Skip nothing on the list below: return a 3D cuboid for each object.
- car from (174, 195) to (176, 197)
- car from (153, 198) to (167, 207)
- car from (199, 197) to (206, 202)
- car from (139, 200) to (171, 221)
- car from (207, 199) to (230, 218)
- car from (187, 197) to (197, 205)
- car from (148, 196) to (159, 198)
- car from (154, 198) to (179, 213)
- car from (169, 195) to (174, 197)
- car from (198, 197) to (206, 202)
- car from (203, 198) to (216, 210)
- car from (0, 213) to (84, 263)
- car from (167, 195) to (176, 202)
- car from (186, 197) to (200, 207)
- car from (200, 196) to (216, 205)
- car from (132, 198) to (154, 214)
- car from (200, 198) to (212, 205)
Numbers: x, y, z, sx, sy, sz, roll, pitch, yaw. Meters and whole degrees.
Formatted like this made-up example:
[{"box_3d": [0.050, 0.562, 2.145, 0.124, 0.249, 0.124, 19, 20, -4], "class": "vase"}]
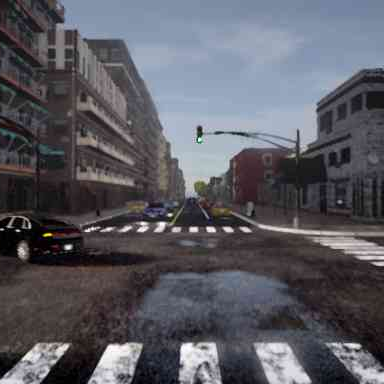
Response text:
[{"box_3d": [-5.680, 1.864, 81.892, 1.967, 1.590, 4.097, 0, 0, 0], "class": "car"}, {"box_3d": [-5.683, 1.844, 59.735, 2.008, 1.369, 4.403, 0, 0, 0], "class": "car"}, {"box_3d": [2.700, 1.985, 87.601, 1.752, 1.417, 4.829, 0, 0, 0], "class": "car"}, {"box_3d": [-3.093, 1.658, 28.799, 1.812, 1.442, 4.674, 0, 0, 0], "class": "car"}, {"box_3d": [2.696, 1.674, 32.210, 1.752, 1.417, 4.829, 0, 0, 0], "class": "car"}, {"box_3d": [0.007, 1.762, 68.849, 1.882, 1.535, 5.008, 0, 0, 0], "class": "car"}, {"box_3d": [-5.682, 1.548, 48.658, 2.192, 1.841, 5.009, 0, 0, 0], "class": "car"}, {"box_3d": [-3.083, 1.735, 39.974, 2.033, 1.411, 5.357, 0, 0, 0], "class": "car"}, {"box_3d": [-5.681, 1.935, 76.354, 1.887, 1.381, 4.507, 0, 0, 0], "class": "car"}, {"box_3d": [2.701, 2.044, 92.970, 2.008, 1.369, 4.403, 0, 0, 0], "class": "car"}, {"box_3d": [2.697, 1.785, 43.118, 1.802, 1.307, 4.206, 0, 0, 0], "class": "car"}, {"box_3d": [-6.023, 1.544, 12.142, 4.892, 1.490, 1.837, 0, -3, 34], "class": "car"}, {"box_3d": [-5.679, 1.809, 92.972, 2.192, 1.841, 5.009, 0, 0, 0], "class": "car"}, {"box_3d": [0.006, 1.640, 58.812, 2.097, 1.767, 4.553, 0, 0, 0], "class": "car"}, {"box_3d": [2.698, 1.547, 48.658, 2.192, 1.841, 5.009, 0, 0, 0], "class": "car"}, {"box_3d": [-5.685, 1.700, 37.409, 1.752, 1.417, 4.829, 0, 0, 0], "class": "car"}, {"box_3d": [2.699, 1.875, 65.274, 2.008, 1.369, 4.403, 0, 0, 0], "class": "car"}]
